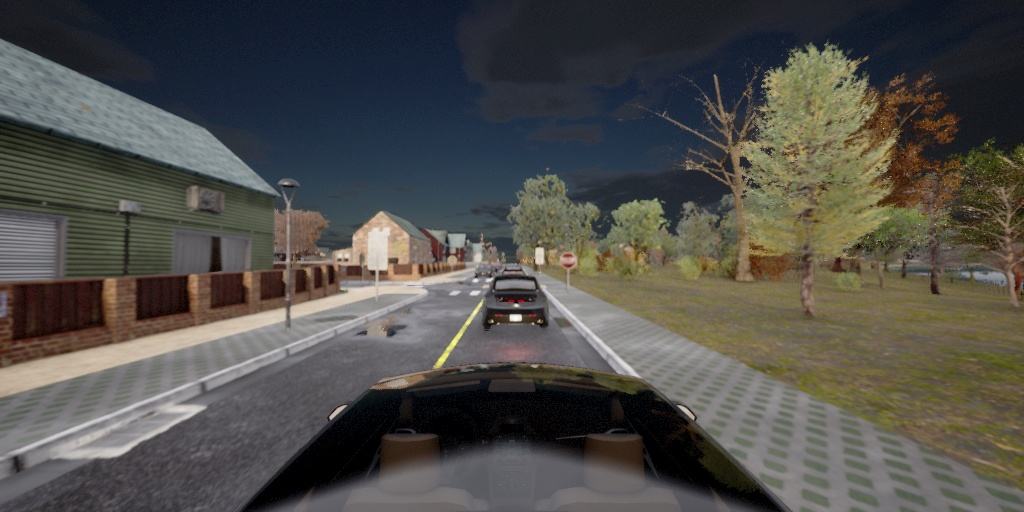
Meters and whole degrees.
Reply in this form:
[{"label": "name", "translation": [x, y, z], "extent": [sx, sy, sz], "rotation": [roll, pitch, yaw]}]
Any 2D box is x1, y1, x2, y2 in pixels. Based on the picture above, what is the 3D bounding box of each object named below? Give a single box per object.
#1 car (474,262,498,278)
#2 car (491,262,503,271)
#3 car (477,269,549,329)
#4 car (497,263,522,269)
[{"label": "car", "translation": [-2.880, 1.604, 38.600], "extent": [1.837, 1.490, 4.892], "rotation": [0, -1, 2]}, {"label": "car", "translation": [-2.737, 1.869, 64.531], "extent": [1.882, 1.535, 5.008], "rotation": [0, -1, 1]}, {"label": "car", "translation": [0.095, 1.340, 11.516], "extent": [1.837, 1.490, 4.892], "rotation": [0, 0, 0]}, {"label": "car", "translation": [0.106, 1.504, 30.127], "extent": [2.128, 1.511, 4.902], "rotation": [0, -1, 0]}]
